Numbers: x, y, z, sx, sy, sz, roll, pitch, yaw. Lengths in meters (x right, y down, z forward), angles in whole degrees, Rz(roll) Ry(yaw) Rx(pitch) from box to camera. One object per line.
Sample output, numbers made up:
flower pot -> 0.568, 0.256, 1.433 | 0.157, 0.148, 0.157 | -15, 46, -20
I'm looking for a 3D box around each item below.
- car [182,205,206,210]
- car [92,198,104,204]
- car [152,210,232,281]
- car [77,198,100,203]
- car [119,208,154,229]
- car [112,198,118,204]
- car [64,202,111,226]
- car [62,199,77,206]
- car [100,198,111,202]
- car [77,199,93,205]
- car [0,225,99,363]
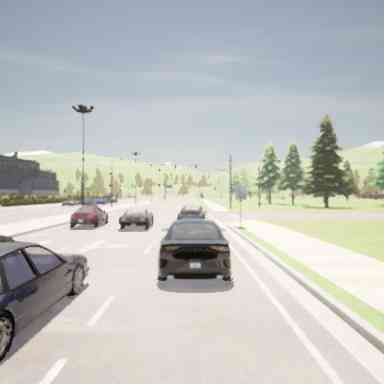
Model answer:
car -> 0.163, 1.671, 23.393 | 2.128, 1.511, 4.902 | 0, 0, 7
car -> -23.344, 2.181, 82.687 | 1.994, 1.385, 4.181 | 0, 0, 0
car -> 0.056, 1.556, 10.155 | 1.882, 1.535, 5.008 | 0, 0, 0
car -> -19.831, 1.991, 63.962 | 1.837, 1.490, 4.892 | 0, 0, 0
car -> -3.708, 1.776, 22.944 | 1.895, 1.301, 4.718 | 0, 0, -2
car -> -19.844, 2.186, 83.486 | 1.994, 1.385, 4.181 | 0, 0, 0
car -> -7.238, 1.706, 23.687 | 1.812, 1.442, 4.674 | 0, 0, -2
car -> -23.331, 2.086, 63.892 | 1.895, 1.301, 4.718 | 0, 0, 0
car -> -19.837, 2.036, 73.419 | 1.882, 1.535, 5.008 | 0, 0, 0
car -> -23.337, 2.148, 72.785 | 1.895, 1.301, 4.718 | 0, 0, 0
car -> -3.422, 1.592, 5.729 | 2.033, 1.411, 5.357 | 0, 0, 0
